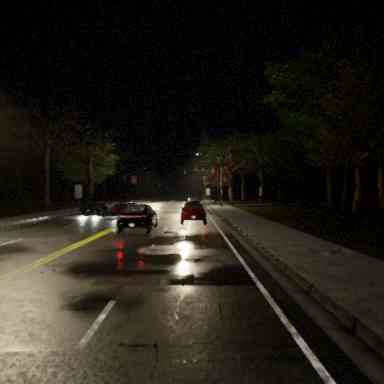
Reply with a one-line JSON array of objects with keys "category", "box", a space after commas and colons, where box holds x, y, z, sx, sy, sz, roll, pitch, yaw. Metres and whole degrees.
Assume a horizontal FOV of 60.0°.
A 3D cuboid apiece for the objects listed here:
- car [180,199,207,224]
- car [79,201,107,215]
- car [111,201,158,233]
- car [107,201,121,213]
[{"category": "car", "box": [0.108, 1.529, 24.907, 1.812, 1.442, 4.674, 0, 0, 0]}, {"category": "car", "box": [-9.756, 1.571, 33.314, 1.994, 1.385, 4.181, 0, 0, 1]}, {"category": "car", "box": [-3.142, 1.494, 19.778, 2.128, 1.511, 4.902, 0, 0, 0]}, {"category": "car", "box": [-6.518, 1.570, 32.358, 1.994, 1.385, 4.181, 0, 0, 0]}]
